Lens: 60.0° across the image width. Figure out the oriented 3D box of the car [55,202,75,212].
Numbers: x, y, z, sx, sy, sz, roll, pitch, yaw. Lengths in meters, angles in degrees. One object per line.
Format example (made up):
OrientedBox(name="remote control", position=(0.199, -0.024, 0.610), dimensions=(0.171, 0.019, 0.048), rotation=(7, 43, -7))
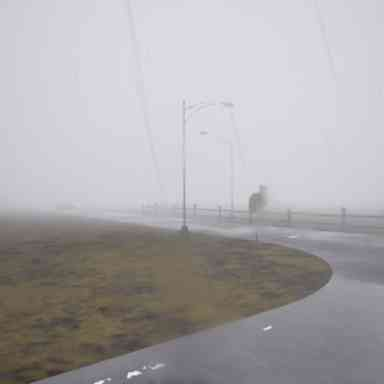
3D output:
OrientedBox(name="car", position=(-19.695, 2.189, 51.488), dimensions=(2.033, 1.411, 5.357), rotation=(0, -1, -36))
